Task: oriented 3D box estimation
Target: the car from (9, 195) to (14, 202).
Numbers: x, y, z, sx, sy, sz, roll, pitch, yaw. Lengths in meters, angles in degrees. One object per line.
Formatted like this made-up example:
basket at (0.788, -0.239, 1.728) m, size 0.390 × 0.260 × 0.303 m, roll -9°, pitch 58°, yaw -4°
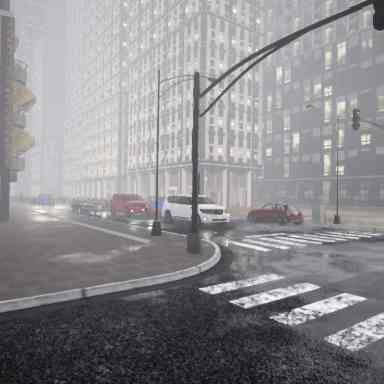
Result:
car at (-36.776, 1.396, 69.896) m, size 1.947 × 1.339 × 4.313 m, roll 1°, pitch -1°, yaw -35°

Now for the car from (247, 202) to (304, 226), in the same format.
car at (5.871, 1.505, 23.938) m, size 1.967 × 1.590 × 4.097 m, roll 1°, pitch -1°, yaw -35°

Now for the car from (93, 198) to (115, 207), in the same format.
car at (-13.657, 1.586, 51.638) m, size 1.947 × 1.339 × 4.313 m, roll 1°, pitch -1°, yaw -35°

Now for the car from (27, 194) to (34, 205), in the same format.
car at (-23.760, 1.432, 51.428) m, size 1.802 × 1.307 × 4.206 m, roll 1°, pitch -1°, yaw -35°

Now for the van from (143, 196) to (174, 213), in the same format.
van at (-3.890, 1.382, 37.790) m, size 1.690 × 1.788 × 3.998 m, roll 1°, pitch -1°, yaw -35°

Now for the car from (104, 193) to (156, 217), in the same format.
car at (-5.688, 1.155, 30.297) m, size 2.150 × 2.045 × 5.566 m, roll 1°, pitch -1°, yaw -35°

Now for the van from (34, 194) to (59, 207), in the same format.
van at (-20.501, 1.197, 46.813) m, size 1.690 × 1.788 × 3.998 m, roll 1°, pitch -1°, yaw -35°

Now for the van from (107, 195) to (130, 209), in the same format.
van at (-10.398, 1.368, 47.024) m, size 1.690 × 1.788 × 3.998 m, roll 1°, pitch -1°, yaw -35°

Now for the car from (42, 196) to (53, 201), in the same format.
car at (-36.437, 1.570, 83.957) m, size 1.802 × 1.307 × 4.206 m, roll 1°, pitch -1°, yaw -35°

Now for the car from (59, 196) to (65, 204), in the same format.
car at (-23.997, 1.433, 61.815) m, size 1.882 × 1.535 × 5.008 m, roll 1°, pitch -1°, yaw -35°

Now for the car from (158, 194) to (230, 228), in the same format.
car at (0.084, 1.170, 22.104) m, size 2.150 × 2.045 × 5.566 m, roll 1°, pitch -1°, yaw -35°

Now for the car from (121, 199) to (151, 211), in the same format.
car at (-7.148, 1.584, 42.405) m, size 2.008 × 1.369 × 4.403 m, roll 1°, pitch -1°, yaw -35°

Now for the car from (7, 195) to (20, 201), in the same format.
car at (-40.030, 1.377, 74.513) m, size 2.008 × 1.369 × 4.403 m, roll 1°, pitch -1°, yaw -35°

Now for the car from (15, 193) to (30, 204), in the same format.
car at (-30.264, 1.154, 60.665) m, size 2.192 × 1.841 × 5.009 m, roll 1°, pitch -1°, yaw -35°

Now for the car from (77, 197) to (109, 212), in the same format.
car at (-11.530, 1.412, 38.597) m, size 2.128 × 1.511 × 4.902 m, roll 1°, pitch -1°, yaw -35°

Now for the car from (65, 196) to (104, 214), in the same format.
car at (-10.743, 1.427, 32.961) m, size 2.008 × 1.369 × 4.403 m, roll 1°, pitch -1°, yaw -35°
